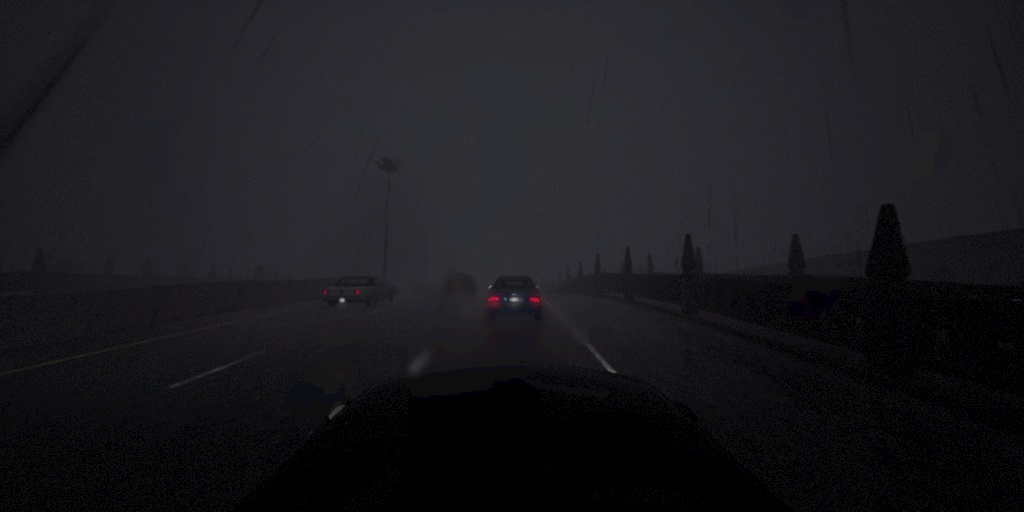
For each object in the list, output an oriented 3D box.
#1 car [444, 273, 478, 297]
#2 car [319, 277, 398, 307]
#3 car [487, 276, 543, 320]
[{"bbox_3d":[-3.408,1.954,24.607,1.882,1.535,5.008,0,-4,0],"label":"car"},{"bbox_3d":[-6.905,1.611,16.806,1.895,1.301,4.718,0,-3,0],"label":"car"},{"bbox_3d":[0.096,1.426,13.121,2.033,1.411,5.357,0,-2,0],"label":"car"}]
